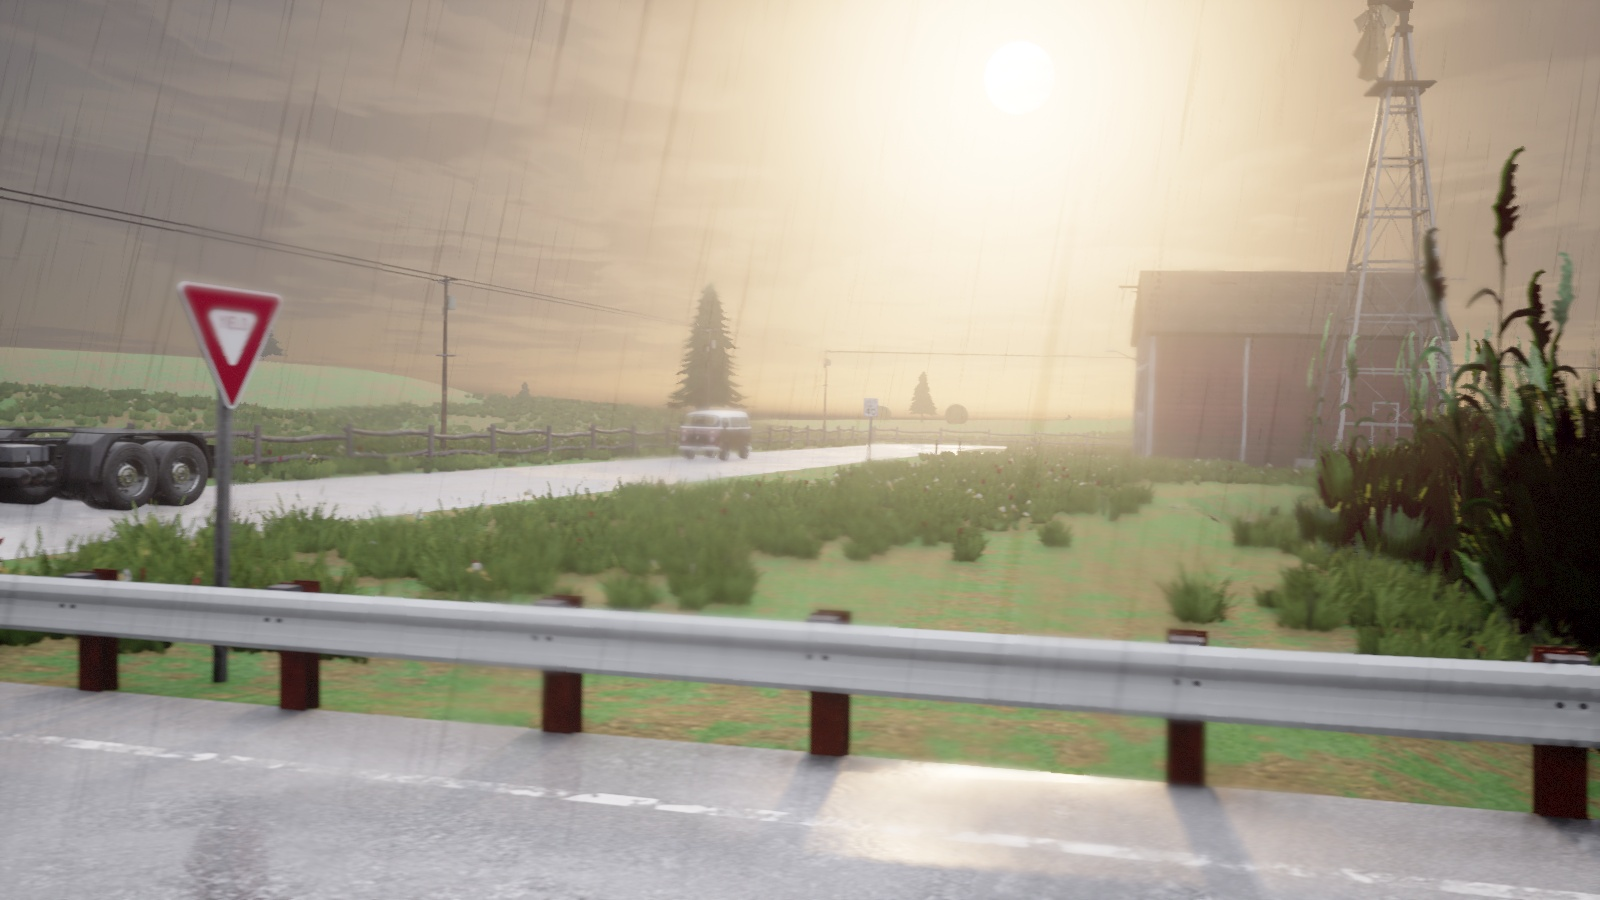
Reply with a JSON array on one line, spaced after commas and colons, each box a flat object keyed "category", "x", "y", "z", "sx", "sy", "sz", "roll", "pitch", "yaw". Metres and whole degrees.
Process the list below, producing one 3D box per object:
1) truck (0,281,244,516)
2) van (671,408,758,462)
[{"category": "truck", "x": -12.882, "y": -0.830, "z": 19.906, "sx": 2.891, "sy": 3.462, "sz": 7.936, "roll": 3, "pitch": 2, "yaw": 17}, {"category": "van", "x": -3.463, "y": -0.644, "z": 51.645, "sx": 2.069, "sy": 2.038, "sz": 4.480, "roll": 3, "pitch": 2, "yaw": 17}]
